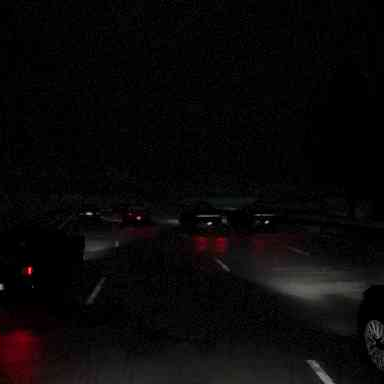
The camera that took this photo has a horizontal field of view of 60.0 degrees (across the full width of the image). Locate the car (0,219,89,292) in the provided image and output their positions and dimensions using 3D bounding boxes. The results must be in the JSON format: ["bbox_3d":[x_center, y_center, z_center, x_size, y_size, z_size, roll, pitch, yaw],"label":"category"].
[{"bbox_3d":[-4.214,1.654,8.962,1.895,1.301,4.718,0,0,-7],"label":"car"}]

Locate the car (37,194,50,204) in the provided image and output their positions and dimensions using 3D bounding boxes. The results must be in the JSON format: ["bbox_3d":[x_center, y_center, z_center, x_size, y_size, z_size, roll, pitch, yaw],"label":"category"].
[{"bbox_3d":[-33.494,1.578,75.414,2.150,2.045,5.566,0,0,-16],"label":"car"}]

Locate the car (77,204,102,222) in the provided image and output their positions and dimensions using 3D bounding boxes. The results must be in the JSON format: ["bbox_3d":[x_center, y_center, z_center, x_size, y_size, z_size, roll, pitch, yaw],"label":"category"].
[{"bbox_3d":[-8.403,1.697,27.291,2.033,1.411,5.357,0,0,-16],"label":"car"}]

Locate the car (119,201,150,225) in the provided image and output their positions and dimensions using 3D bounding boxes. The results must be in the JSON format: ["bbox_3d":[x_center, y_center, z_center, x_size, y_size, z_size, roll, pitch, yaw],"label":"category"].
[{"bbox_3d":[-4.298,1.655,25.417,1.812,1.442,4.674,0,0,-15],"label":"car"}]

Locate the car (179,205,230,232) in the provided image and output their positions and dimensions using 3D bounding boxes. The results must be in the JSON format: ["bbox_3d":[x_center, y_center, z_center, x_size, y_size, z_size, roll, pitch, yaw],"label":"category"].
[{"bbox_3d":[0.437,1.589,21.194,2.128,1.511,4.902,0,0,-14],"label":"car"}]

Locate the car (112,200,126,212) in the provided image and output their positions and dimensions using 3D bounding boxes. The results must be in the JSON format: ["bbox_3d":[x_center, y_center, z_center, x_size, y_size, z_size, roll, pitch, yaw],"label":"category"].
[{"bbox_3d":[-8.895,1.694,41.478,1.882,1.535,5.008,0,0,-16],"label":"car"}]

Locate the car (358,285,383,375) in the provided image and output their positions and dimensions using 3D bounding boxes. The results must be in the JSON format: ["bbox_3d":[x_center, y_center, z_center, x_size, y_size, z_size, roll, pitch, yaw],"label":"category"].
[{"bbox_3d":[3.274,1.496,2.697,2.128,1.511,4.902,0,0,-2],"label":"car"}]

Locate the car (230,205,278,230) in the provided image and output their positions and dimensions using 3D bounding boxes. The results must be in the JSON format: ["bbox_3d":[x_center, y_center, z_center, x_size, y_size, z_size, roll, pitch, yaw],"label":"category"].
[{"bbox_3d":[3.845,1.583,21.902,2.128,1.511,4.902,0,0,-13],"label":"car"}]
